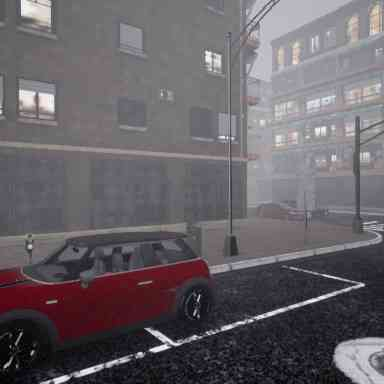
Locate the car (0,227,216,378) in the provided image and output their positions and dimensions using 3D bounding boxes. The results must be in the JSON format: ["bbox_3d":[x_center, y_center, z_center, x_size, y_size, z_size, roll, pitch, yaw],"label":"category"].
[{"bbox_3d":[-1.645,1.440,5.446,4.097,1.590,1.967,0,0,-35],"label":"car"}]

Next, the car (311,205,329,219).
[{"bbox_3d":[8.920,1.348,27.746,1.882,1.535,5.008,-1,1,-35],"label":"car"}]

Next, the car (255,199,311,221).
[{"bbox_3d":[6.835,1.473,26.225,1.802,1.307,4.206,0,0,-35],"label":"car"}]
